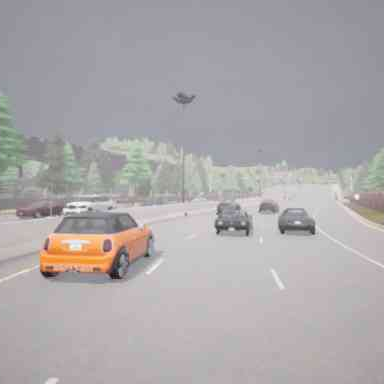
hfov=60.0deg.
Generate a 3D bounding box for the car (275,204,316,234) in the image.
[{"bbox_3d":[6.243,1.662,20.141,1.994,1.385,4.181,0,0,13],"label":"car"}]

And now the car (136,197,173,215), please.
[{"bbox_3d":[-3.897,1.435,35.352,2.097,1.767,4.553,0,0,20],"label":"car"}]

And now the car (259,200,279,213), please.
[{"bbox_3d":[9.137,1.678,39.365,1.837,1.490,4.892,0,0,22],"label":"car"}]

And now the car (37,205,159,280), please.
[{"bbox_3d":[-2.610,1.367,10.249,2.097,1.767,4.553,0,0,6],"label":"car"}]

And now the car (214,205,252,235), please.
[{"bbox_3d":[2.554,1.675,19.602,1.895,1.301,4.718,0,0,12],"label":"car"}]

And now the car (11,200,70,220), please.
[{"bbox_3d":[-13.195,1.487,29.402,1.882,1.535,5.008,0,0,17],"label":"car"}]

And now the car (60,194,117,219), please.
[{"bbox_3d":[-9.272,1.258,30.412,2.150,2.045,5.566,0,0,17],"label":"car"}]

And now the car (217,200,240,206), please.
[{"bbox_3d":[4.071,1.623,36.034,2.128,1.511,4.902,0,0,21],"label":"car"}]
